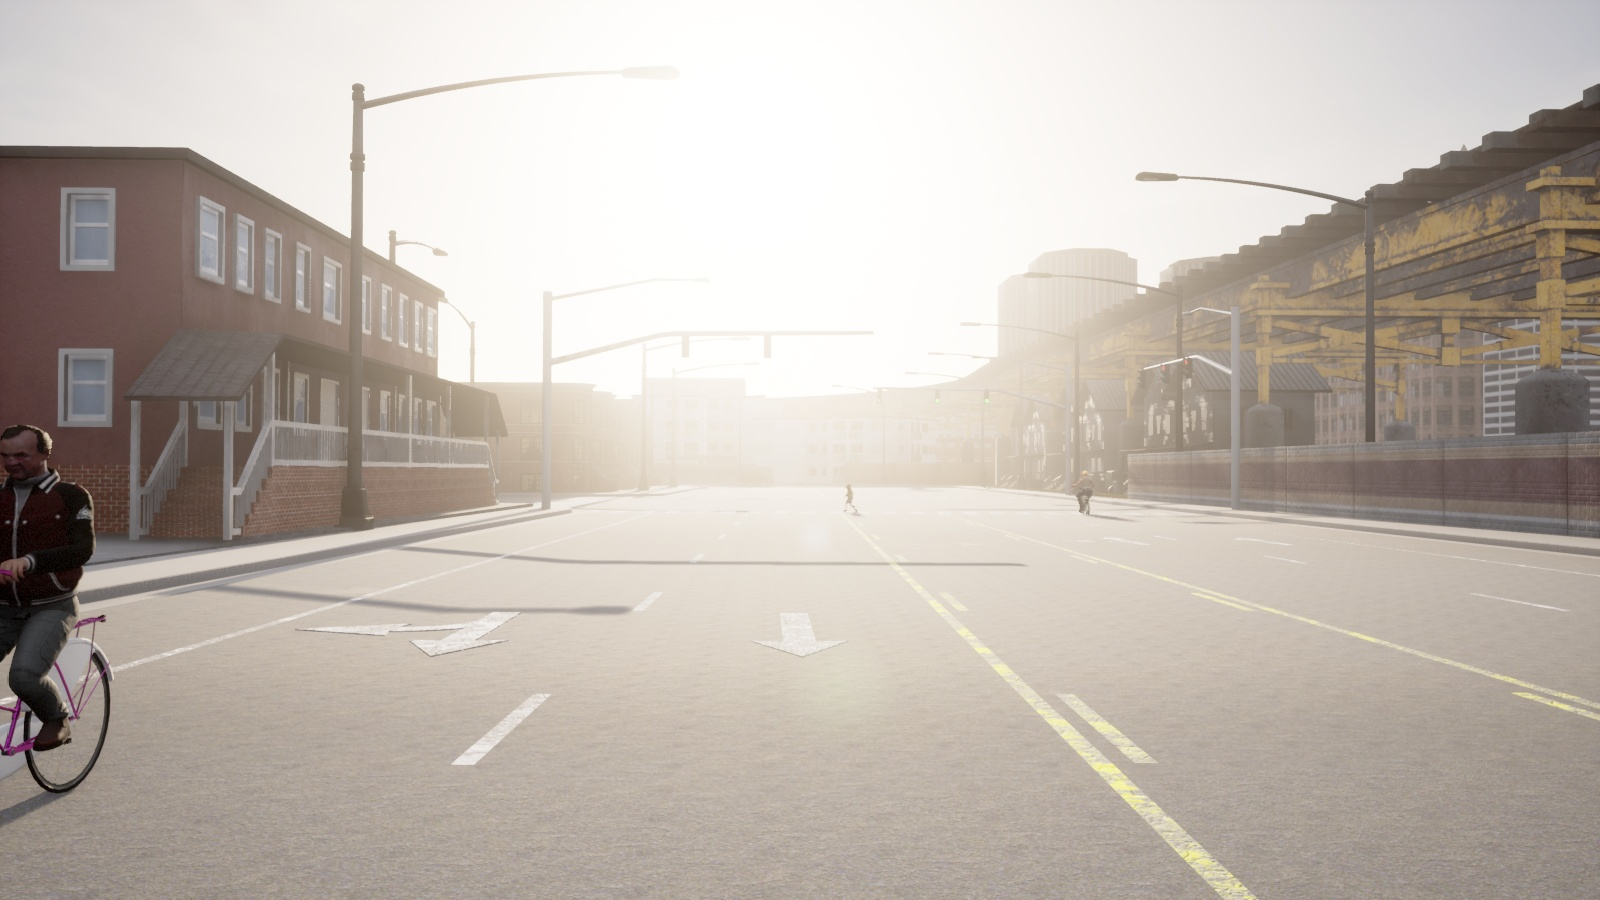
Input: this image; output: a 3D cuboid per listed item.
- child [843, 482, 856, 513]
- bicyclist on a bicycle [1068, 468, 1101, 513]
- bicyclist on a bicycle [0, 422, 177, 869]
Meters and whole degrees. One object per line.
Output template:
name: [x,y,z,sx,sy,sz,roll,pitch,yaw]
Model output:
child: [1.847,1.756,46.804,0.473,1.160,0.299,0,-1,8]
bicyclist on a bicycle: [10.397,1.479,45.958,0.866,1.612,1.509,0,-1,0]
bicyclist on a bicycle: [-3.513,0.791,5.485,0.659,1.776,1.843,0,-1,0]
